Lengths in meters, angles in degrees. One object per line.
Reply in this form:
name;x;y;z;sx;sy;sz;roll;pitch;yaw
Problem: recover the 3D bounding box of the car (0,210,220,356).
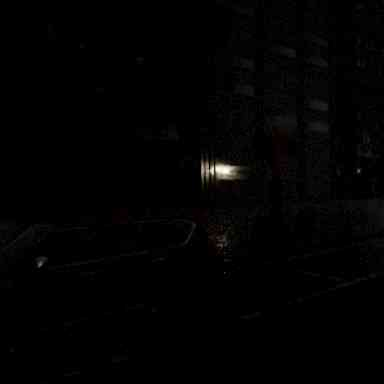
car;-1.811;1.288;5.364;5.009;1.841;2.192;-1;1;-35
